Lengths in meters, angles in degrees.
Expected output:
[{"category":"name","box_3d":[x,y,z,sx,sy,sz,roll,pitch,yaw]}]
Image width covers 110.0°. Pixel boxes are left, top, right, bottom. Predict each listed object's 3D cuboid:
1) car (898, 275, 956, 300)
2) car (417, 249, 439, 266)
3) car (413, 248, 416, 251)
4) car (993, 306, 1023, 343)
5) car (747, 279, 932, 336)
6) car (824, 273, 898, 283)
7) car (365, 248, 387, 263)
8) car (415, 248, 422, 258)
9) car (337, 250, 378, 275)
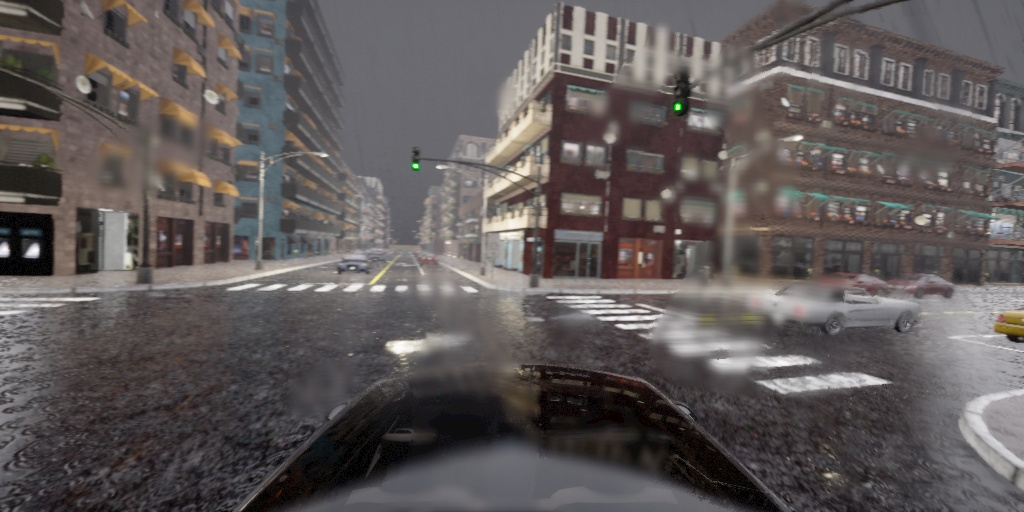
[{"category":"car","box_3d":[23.443,1.743,20.711,4.207,1.307,1.802,0,0,-16]},{"category":"car","box_3d":[-9.315,0.285,40.398,1.967,1.591,4.097,0,0,-16]},{"category":"car","box_3d":[-15.679,-0.149,62.164,2.007,1.370,4.403,0,0,-16]},{"category":"car","box_3d":[15.061,1.689,9.417,4.829,1.417,1.751,0,0,-16]},{"category":"car","box_3d":[9.693,1.524,10.787,4.718,1.301,1.895,2,2,-16]},{"category":"car","box_3d":[17.983,1.576,19.212,4.207,1.307,1.802,0,0,-16]},{"category":"car","box_3d":[-15.817,0.108,42.225,1.994,1.385,4.181,2,1,-16]},{"category":"car","box_3d":[-12.497,0.012,51.281,1.967,1.591,4.097,0,0,-16]},{"category":"car","box_3d":[-10.789,0.539,24.942,1.994,1.385,4.181,2,1,-16]}]
